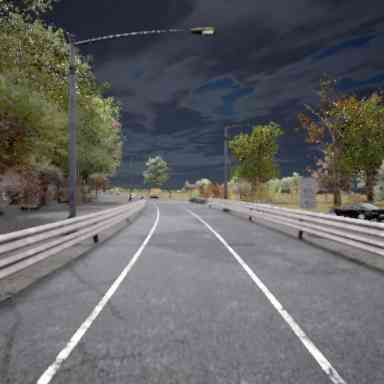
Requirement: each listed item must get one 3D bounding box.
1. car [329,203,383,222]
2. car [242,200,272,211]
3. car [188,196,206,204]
[{"bbox_3d":[13.908,1.680,28.216,1.882,1.535,5.008,0,0,-21],"label":"car"},{"bbox_3d":[8.283,1.736,43.215,1.895,1.301,4.718,0,0,-21],"label":"car"},{"bbox_3d":[0.907,1.539,62.959,2.033,1.411,5.357,2,0,-21],"label":"car"}]
